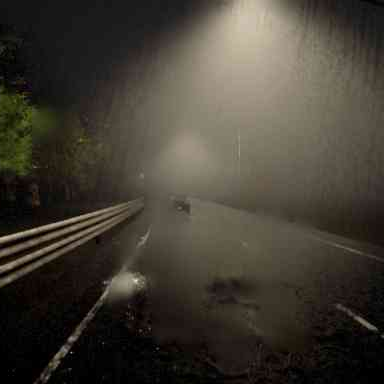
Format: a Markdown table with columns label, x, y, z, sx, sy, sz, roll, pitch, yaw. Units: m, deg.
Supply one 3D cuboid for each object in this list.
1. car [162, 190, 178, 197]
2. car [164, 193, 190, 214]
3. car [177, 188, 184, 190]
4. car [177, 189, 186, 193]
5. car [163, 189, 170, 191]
| label | x | y | z | sx | sy | sz | roll | pitch | yaw |
| --- | --- | --- | --- | --- | --- | --- | --- | --- | --- |
| car | -4.108 | 0.842 | 60.319 | 1.994 | 1.385 | 4.181 | 0 | 1 | -6 |
| car | -1.284 | 1.128 | 30.735 | 2.128 | 1.511 | 4.902 | 0 | 1 | -5 |
| car | -2.856 | 0.052 | 82.577 | 2.150 | 2.045 | 5.566 | 0 | 1 | -6 |
| car | -1.884 | 0.636 | 72.594 | 1.812 | 1.442 | 4.674 | 0 | 1 | -6 |
| car | -6.337 | 0.229 | 82.227 | 2.150 | 2.045 | 5.566 | 0 | 1 | -6 |
